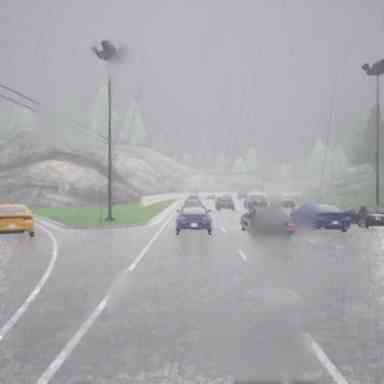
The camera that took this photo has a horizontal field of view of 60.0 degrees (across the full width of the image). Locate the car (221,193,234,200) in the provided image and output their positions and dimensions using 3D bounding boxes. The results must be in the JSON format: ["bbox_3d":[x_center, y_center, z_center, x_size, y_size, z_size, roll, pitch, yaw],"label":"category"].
[{"bbox_3d":[7.837,1.061,73.114,2.033,1.411,5.357,0,0,13],"label":"car"}]

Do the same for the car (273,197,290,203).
[{"bbox_3d":[10.594,1.272,38.630,1.812,1.442,4.674,0,0,0],"label":"car"}]

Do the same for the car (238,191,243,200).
[{"bbox_3d":[11.688,0.738,74.349,2.150,2.045,5.566,0,0,17],"label":"car"}]

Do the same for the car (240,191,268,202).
[{"bbox_3d":[7.107,1.107,37.299,2.097,1.767,4.553,0,0,0],"label":"car"}]

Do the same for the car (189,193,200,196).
[{"bbox_3d":[0.616,1.003,72.554,1.882,1.535,5.008,0,0,9],"label":"car"}]

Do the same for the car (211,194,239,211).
[{"bbox_3d":[3.608,1.245,37.549,2.128,1.511,4.902,0,0,0],"label":"car"}]

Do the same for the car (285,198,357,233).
[{"bbox_3d":[7.104,1.353,18.938,1.882,1.535,5.008,0,0,0],"label":"car"}]

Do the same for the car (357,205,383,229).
[{"bbox_3d":[10.605,1.467,20.233,1.895,1.301,4.718,0,0,0],"label":"car"}]

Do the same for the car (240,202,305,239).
[{"bbox_3d":[3.603,1.438,16.554,2.033,1.411,5.357,0,0,0],"label":"car"}]

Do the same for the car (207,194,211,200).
[{"bbox_3d":[4.543,1.065,74.504,1.994,1.385,4.181,0,0,13],"label":"car"}]

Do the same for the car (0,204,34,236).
[{"bbox_3d":[-9.248,1.365,17.057,1.882,1.535,5.008,0,0,-29],"label":"car"}]

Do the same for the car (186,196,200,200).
[{"bbox_3d":[0.107,1.364,36.048,1.895,1.301,4.718,0,0,0],"label":"car"}]

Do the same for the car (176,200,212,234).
[{"bbox_3d":[0.089,1.405,18.360,1.812,1.442,4.674,0,0,0],"label":"car"}]
